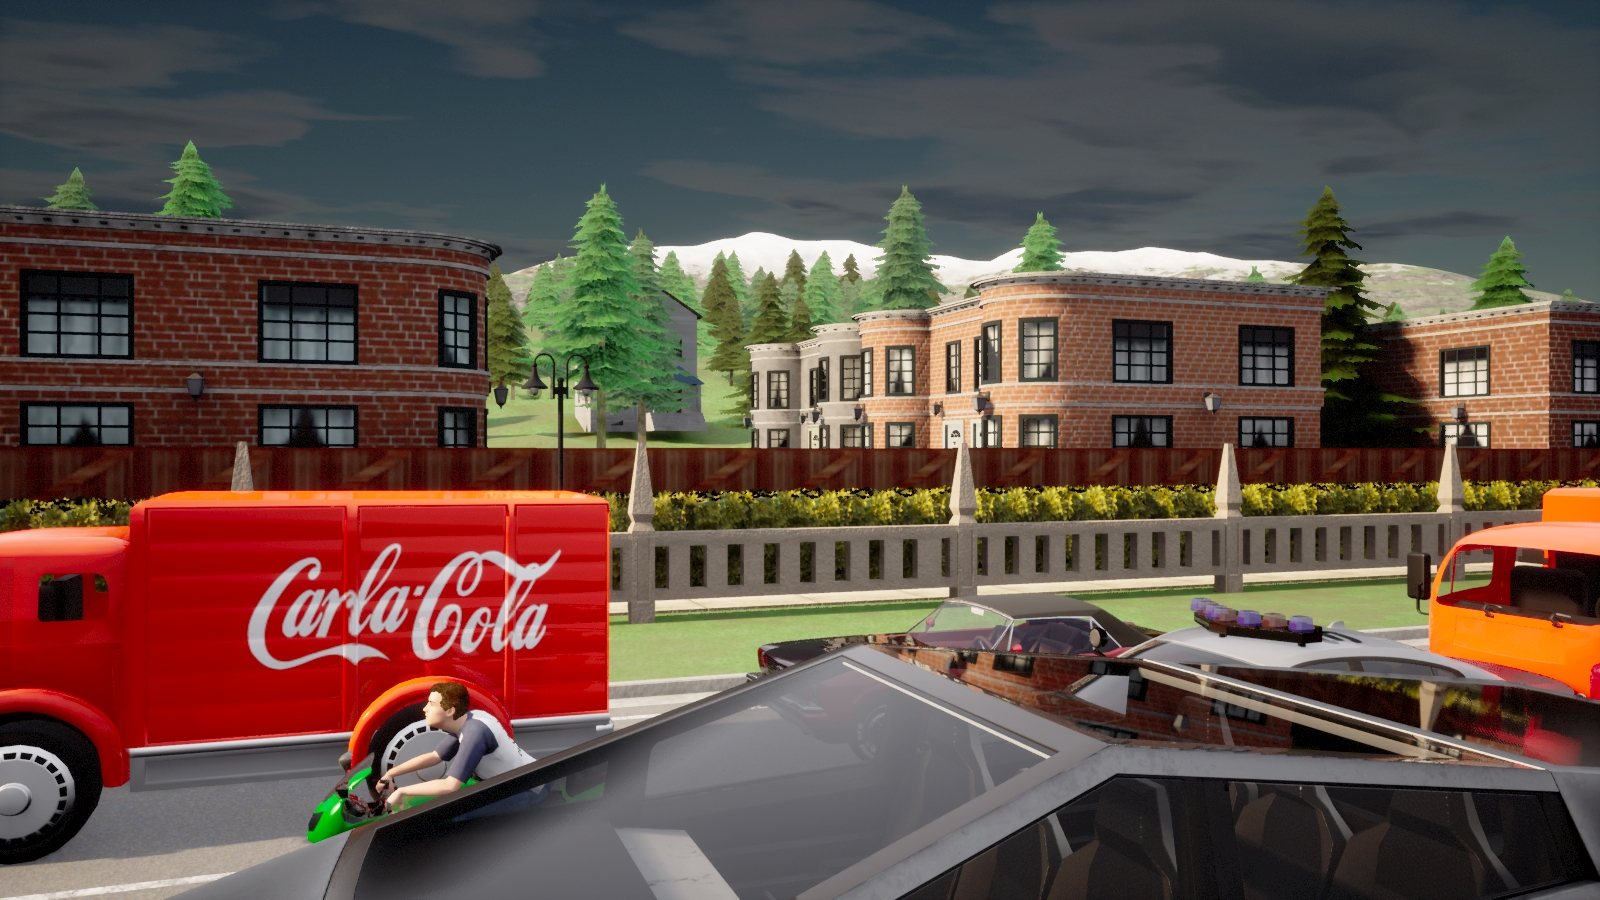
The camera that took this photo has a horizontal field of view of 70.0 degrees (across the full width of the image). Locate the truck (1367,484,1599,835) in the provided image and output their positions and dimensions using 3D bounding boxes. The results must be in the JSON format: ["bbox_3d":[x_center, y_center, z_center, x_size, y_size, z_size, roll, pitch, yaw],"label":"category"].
[{"bbox_3d":[7.993,1.568,9.932,5.204,2.467,2.627,0,0,-20],"label":"truck"}]

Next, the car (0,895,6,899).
[{"bbox_3d":[-4.026,2.066,1.835,4.193,1.474,1.816,0,0,-20],"label":"car"}]

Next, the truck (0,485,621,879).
[{"bbox_3d":[-4.291,1.569,9.195,5.204,2.467,2.627,0,0,-20],"label":"truck"}]

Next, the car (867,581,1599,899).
[{"bbox_3d":[3.311,1.982,8.228,5.238,1.638,2.097,0,0,-20],"label":"car"}]

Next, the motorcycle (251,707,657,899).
[{"bbox_3d":[-1.880,2.186,6.339,2.033,1.199,0.803,0,0,-20],"label":"motorcycle"}]

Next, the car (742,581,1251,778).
[{"bbox_3d":[1.954,2.155,11.458,4.718,1.301,1.895,0,0,-20],"label":"car"}]

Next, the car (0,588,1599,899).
[{"bbox_3d":[0.902,1.754,3.628,6.274,2.098,2.390,0,0,-20],"label":"car"}]

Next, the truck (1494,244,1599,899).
[{"bbox_3d":[8.244,0.890,6.293,8.468,3.827,2.891,0,0,-20],"label":"truck"}]
